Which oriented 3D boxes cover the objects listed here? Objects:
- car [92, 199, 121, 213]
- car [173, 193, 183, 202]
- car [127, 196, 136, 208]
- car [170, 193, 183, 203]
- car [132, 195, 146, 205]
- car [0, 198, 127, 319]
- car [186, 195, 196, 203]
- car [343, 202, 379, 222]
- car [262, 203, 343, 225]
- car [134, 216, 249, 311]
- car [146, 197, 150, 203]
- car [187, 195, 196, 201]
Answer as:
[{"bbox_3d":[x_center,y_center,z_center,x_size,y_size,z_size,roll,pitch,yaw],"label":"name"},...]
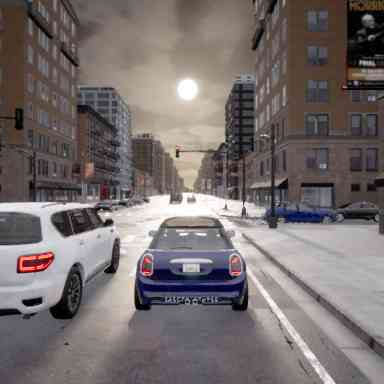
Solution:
[{"bbox_3d":[-9.915,1.546,39.093,2.033,1.411,5.357,0,0,0],"label":"car"},{"bbox_3d":[-3.384,1.212,80.460,2.150,2.045,5.566,0,0,0],"label":"car"},{"bbox_3d":[-9.926,1.598,48.708,1.895,1.301,4.718,0,0,0],"label":"car"},{"bbox_3d":[-3.262,1.212,66.555,2.150,2.045,5.566,0,0,0],"label":"car"},{"bbox_3d":[-9.925,1.346,58.452,2.097,1.767,4.553,0,0,0],"label":"car"},{"bbox_3d":[-3.160,1.223,7.485,2.150,2.045,5.566,0,0,0],"label":"car"},{"bbox_3d":[-0.115,1.482,69.327,2.128,1.511,4.902,0,0,0],"label":"car"},{"bbox_3d":[12.679,1.545,25.986,4.892,1.490,1.837,0,0,2],"label":"car"},{"bbox_3d":[7.383,1.495,23.027,5.008,1.535,1.882,0,0,0],"label":"car"},{"bbox_3d":[-0.005,1.352,7.944,2.097,1.767,4.553,0,0,0],"label":"car"},{"bbox_3d":[-9.865,1.591,68.673,1.895,1.301,4.718,0,0,0],"label":"car"},{"bbox_3d":[-0.133,1.453,79.777,1.895,1.301,4.718,0,0,0],"label":"car"}]
